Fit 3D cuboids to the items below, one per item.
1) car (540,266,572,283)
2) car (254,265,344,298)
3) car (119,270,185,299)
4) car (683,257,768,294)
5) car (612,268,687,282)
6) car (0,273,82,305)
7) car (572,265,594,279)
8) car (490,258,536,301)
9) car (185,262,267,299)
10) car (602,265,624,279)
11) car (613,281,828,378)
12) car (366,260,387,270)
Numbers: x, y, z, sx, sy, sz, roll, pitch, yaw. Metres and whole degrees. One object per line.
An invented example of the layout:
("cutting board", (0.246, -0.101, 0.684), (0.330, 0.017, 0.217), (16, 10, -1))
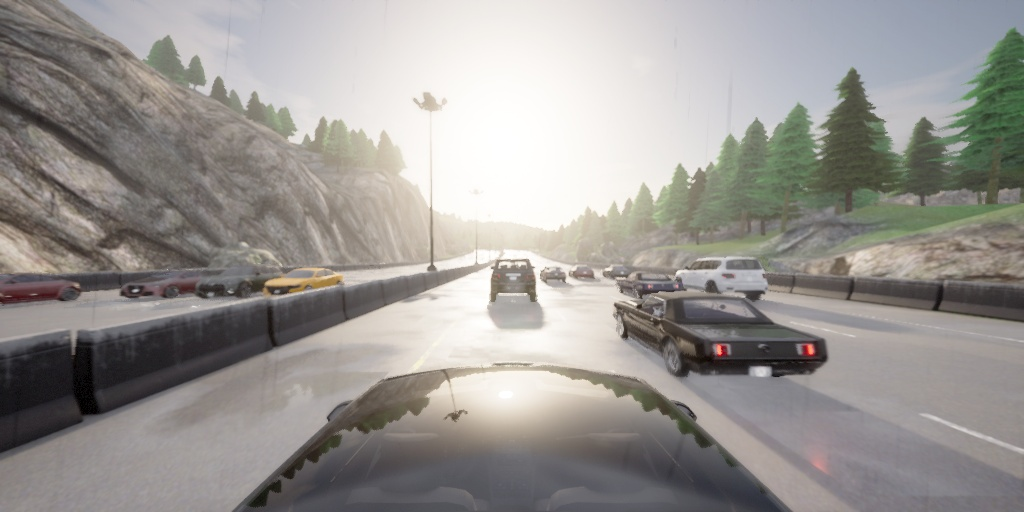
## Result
("car", (3.504, 1.527, 31.060), (2.033, 1.411, 5.357), (0, 0, 0))
("car", (-10.654, 1.363, 18.745), (1.882, 1.535, 5.008), (0, 0, 0))
("car", (-17.653, 1.451, 18.812), (1.994, 1.385, 4.181), (0, 0, 0))
("car", (10.546, 1.100, 18.599), (2.150, 2.045, 5.566), (0, -1, 0))
("car", (7.045, 1.485, 19.022), (1.895, 1.301, 4.718), (0, 0, 0))
("car", (-21.141, 1.422, 15.013), (1.994, 1.385, 4.181), (0, 0, 0))
("car", (6.986, 1.585, 36.359), (1.994, 1.385, 4.181), (0, 0, 0))
("car", (0.047, 1.103, 18.463), (2.150, 2.045, 5.566), (0, 0, 0))
("car", (-14.154, 1.240, 19.069), (2.097, 1.767, 4.553), (0, 0, 0))
("car", (10.487, 1.582, 36.141), (1.994, 1.385, 4.181), (0, 0, 0))
("car", (3.586, 1.395, 7.401), (1.895, 1.301, 4.718), (0, 0, 0))
("car", (-21.182, 1.388, 56.150), (1.994, 1.385, 4.181), (0, 0, 0))
